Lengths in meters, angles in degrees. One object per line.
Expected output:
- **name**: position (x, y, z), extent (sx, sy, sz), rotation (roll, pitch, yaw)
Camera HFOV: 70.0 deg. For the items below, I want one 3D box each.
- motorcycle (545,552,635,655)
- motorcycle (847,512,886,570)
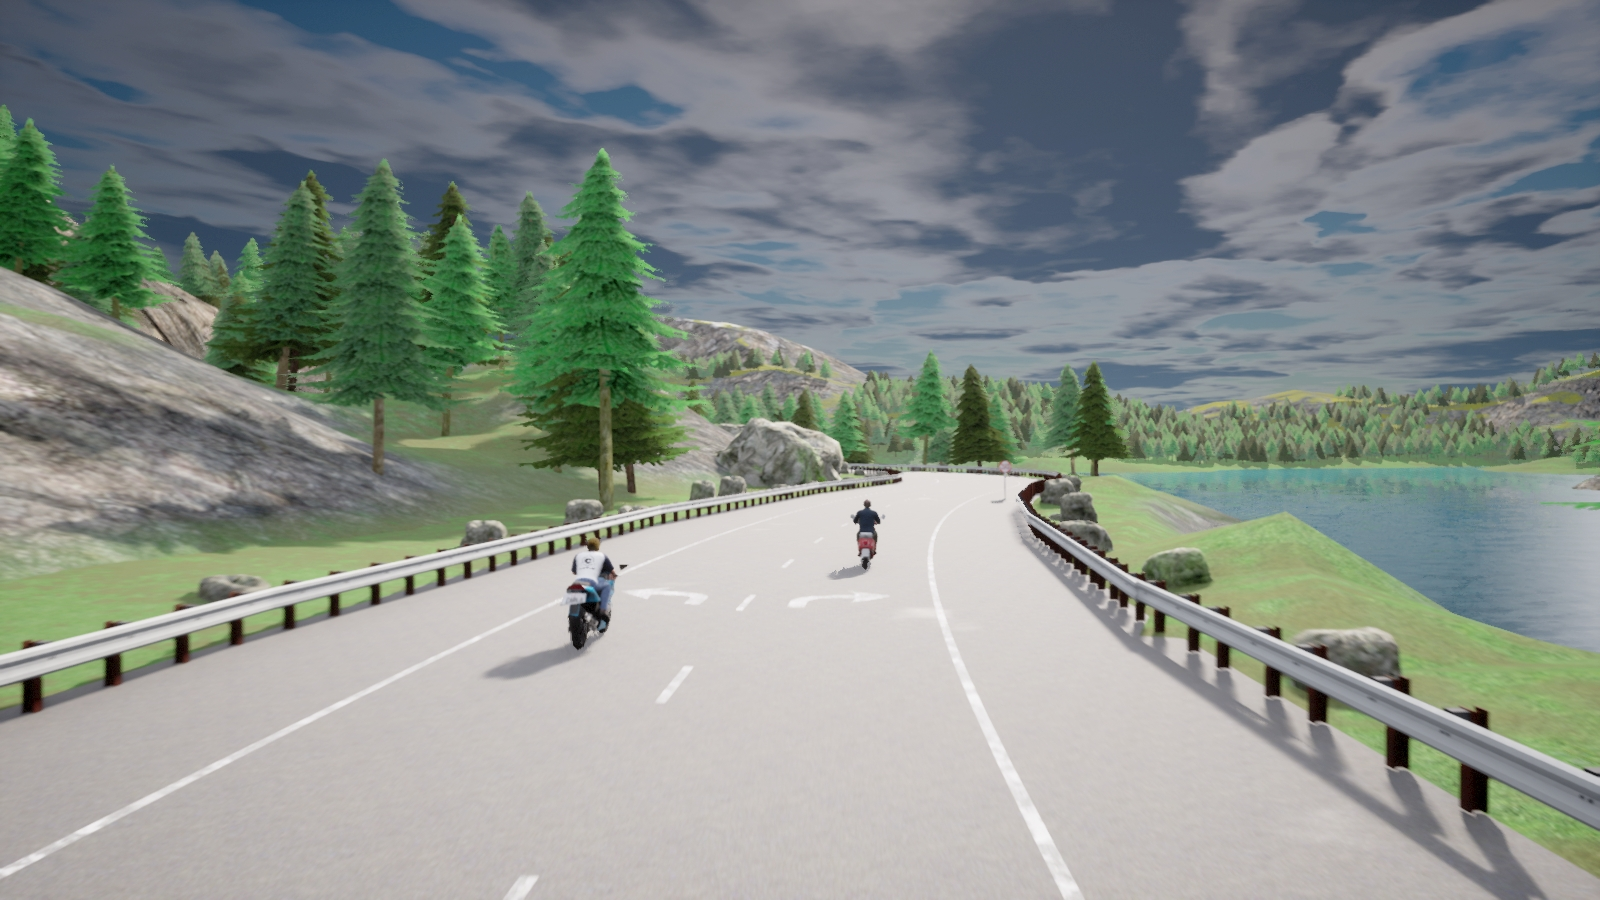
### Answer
- **motorcycle**: position (-3.007, 2.176, 16.580), extent (0.803, 1.217, 2.033), rotation (0, 0, 4)
- **motorcycle**: position (1.617, 2.183, 27.674), extent (0.856, 1.236, 1.805), rotation (1, 0, 6)
